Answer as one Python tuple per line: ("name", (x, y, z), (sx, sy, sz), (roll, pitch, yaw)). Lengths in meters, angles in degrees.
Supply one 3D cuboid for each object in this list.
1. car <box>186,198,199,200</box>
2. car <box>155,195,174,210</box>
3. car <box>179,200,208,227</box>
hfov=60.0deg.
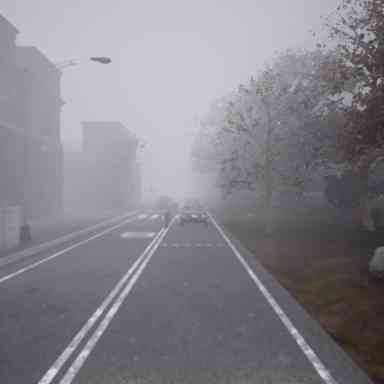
("car", (0.056, 1.446, 44.035), (1.994, 1.385, 4.181), (0, 0, 0))
("car", (-3.371, 1.251, 41.026), (2.097, 1.767, 4.553), (0, 0, 0))
("car", (0.109, 1.508, 22.764), (2.033, 1.411, 5.357), (0, 0, 0))
